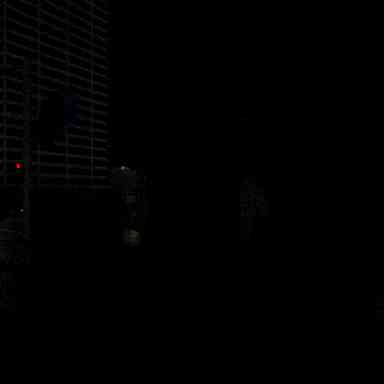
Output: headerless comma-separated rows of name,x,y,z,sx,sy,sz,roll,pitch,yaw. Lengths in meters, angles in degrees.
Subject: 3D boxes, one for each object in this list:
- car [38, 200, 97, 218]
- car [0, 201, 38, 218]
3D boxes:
car,-11.149,1.478,30.782,1.882,1.535,5.008,0,0,35
car,-15.521,1.547,30.663,2.033,1.411,5.357,0,0,35
